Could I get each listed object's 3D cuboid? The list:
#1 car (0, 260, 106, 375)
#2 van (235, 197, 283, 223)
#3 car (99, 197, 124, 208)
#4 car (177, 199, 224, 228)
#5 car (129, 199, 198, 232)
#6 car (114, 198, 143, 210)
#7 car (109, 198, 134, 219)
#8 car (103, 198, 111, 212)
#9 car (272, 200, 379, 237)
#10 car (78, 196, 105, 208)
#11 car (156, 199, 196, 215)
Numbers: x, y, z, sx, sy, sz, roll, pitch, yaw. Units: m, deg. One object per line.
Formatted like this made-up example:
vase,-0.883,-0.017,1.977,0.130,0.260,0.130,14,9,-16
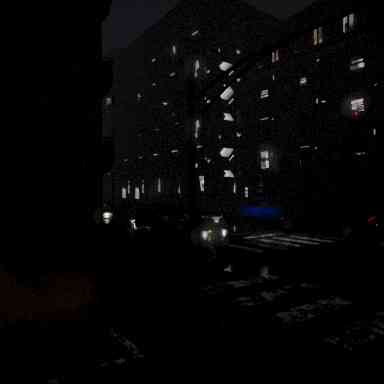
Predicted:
car,-3.559,1.525,4.030,4.829,1.417,1.752,0,0,-35
van,4.975,1.280,24.922,1.690,1.788,3.998,0,0,-36
car,-11.616,1.463,47.858,1.887,1.381,4.507,-1,0,-36
car,0.043,1.473,21.859,2.128,1.511,4.902,-1,0,-36
car,-1.826,1.441,20.026,1.967,1.590,4.097,0,0,-36
car,-8.298,1.463,43.271,1.887,1.381,4.507,-1,0,-36
car,-5.350,1.532,29.308,1.994,1.385,4.181,-1,0,-37
car,-11.337,1.439,37.608,1.882,1.535,5.008,-1,0,-36
car,7.179,1.446,17.901,5.008,1.535,1.882,0,2,42
car,-14.261,1.429,47.003,2.128,1.511,4.902,-1,0,-36
car,-1.761,1.450,34.235,1.752,1.417,4.829,0,0,-36
